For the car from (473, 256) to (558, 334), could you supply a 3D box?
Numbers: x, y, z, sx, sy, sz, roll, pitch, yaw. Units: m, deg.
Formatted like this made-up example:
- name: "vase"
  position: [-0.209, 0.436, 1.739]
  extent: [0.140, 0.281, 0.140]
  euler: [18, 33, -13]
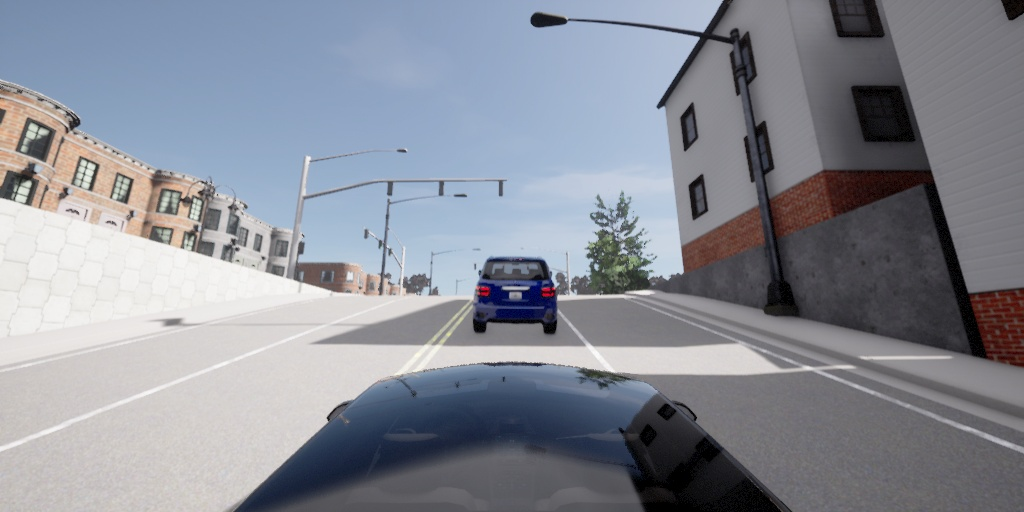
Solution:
- name: "car"
  position: [0.096, 1.022, 11.030]
  extent: [2.150, 2.045, 5.566]
  euler: [1, 0, 0]
